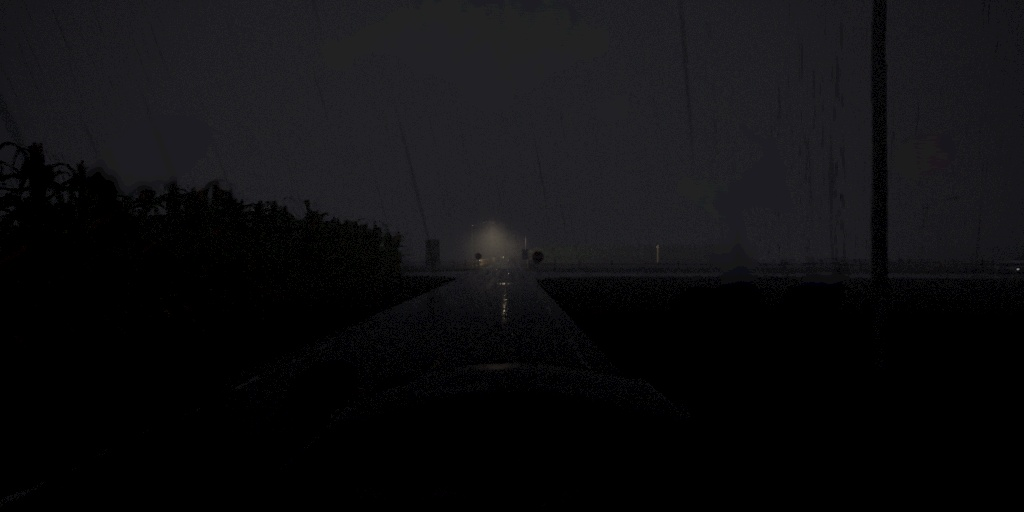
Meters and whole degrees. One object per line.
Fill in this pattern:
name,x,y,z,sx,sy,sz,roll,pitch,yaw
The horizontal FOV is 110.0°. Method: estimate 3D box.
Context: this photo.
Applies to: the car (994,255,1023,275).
car,50.097,0.813,34.173,5.566,2.045,2.150,0,1,8
